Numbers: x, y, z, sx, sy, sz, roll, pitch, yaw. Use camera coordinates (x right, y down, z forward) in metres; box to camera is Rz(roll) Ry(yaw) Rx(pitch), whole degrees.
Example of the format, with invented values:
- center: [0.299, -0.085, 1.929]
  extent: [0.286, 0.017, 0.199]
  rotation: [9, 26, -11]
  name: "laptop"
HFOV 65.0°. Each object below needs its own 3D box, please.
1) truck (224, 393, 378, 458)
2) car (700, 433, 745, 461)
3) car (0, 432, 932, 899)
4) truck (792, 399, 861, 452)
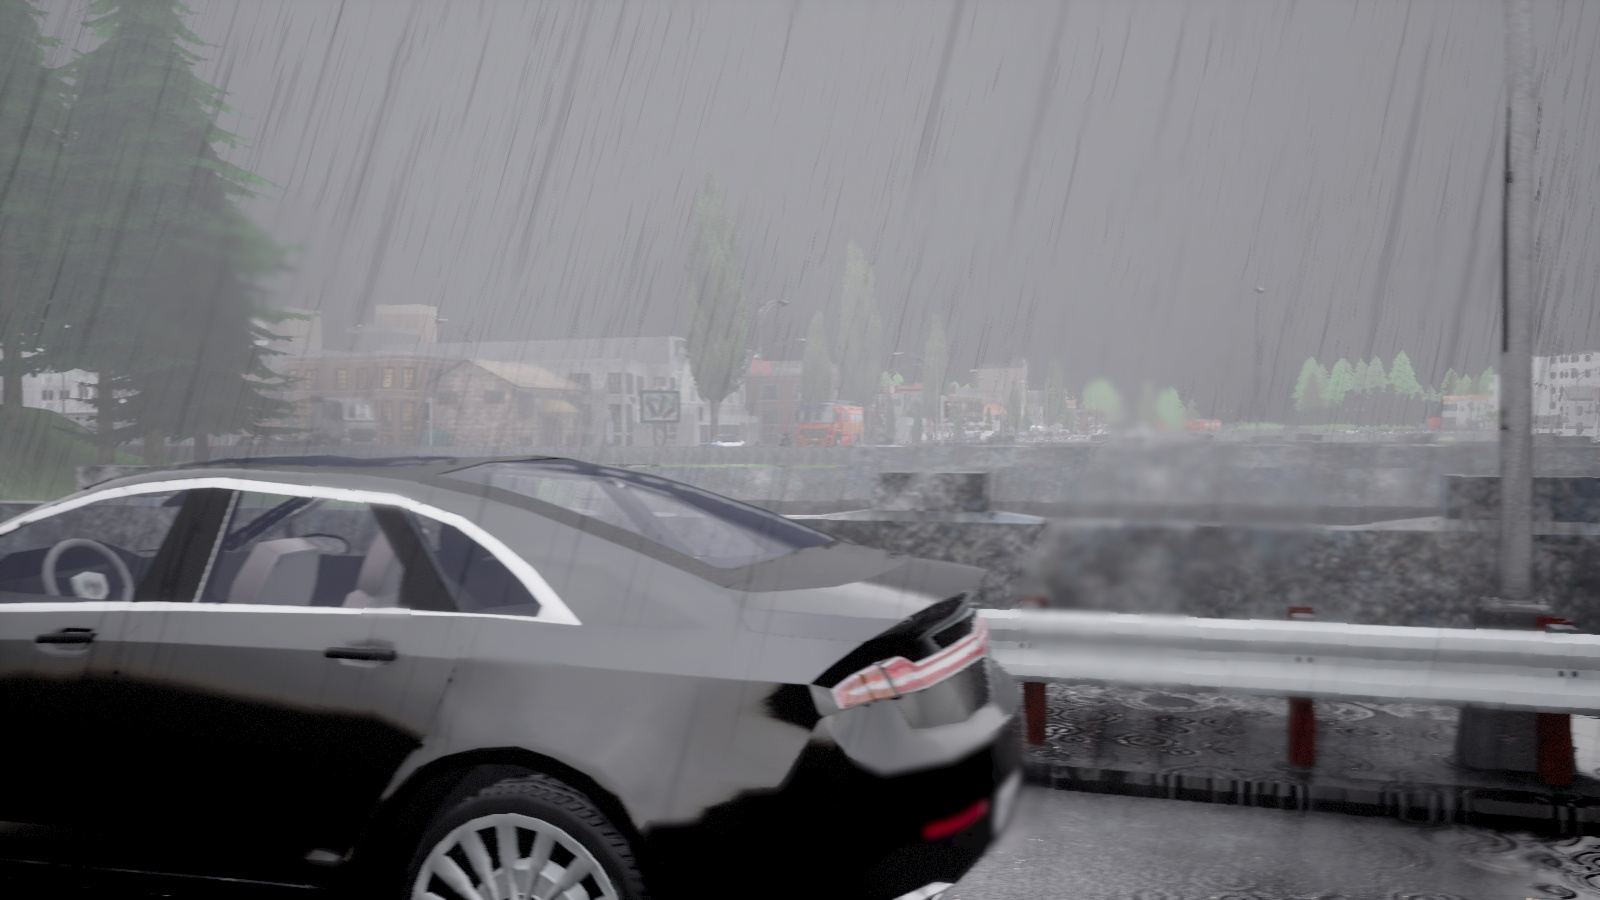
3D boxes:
- center: [-27.582, -1.375, 69.475]
  extent: [7.936, 3.462, 2.891]
  rotation: [1, 1, 19]
  name: "truck"
- center: [-3.971, -0.167, 64.462]
  extent: [1.481, 1.376, 2.207]
  rotation: [-1, 1, -30]
  name: "car"
- center: [-2.173, 0.703, 4.451]
  extent: [4.902, 1.511, 2.128]
  rotation: [1, 1, 19]
  name: "car"
- center: [2.128, -1.871, 95.967]
  extent: [2.891, 3.827, 8.468]
  rotation: [1, 1, 19]
  name: "truck"
